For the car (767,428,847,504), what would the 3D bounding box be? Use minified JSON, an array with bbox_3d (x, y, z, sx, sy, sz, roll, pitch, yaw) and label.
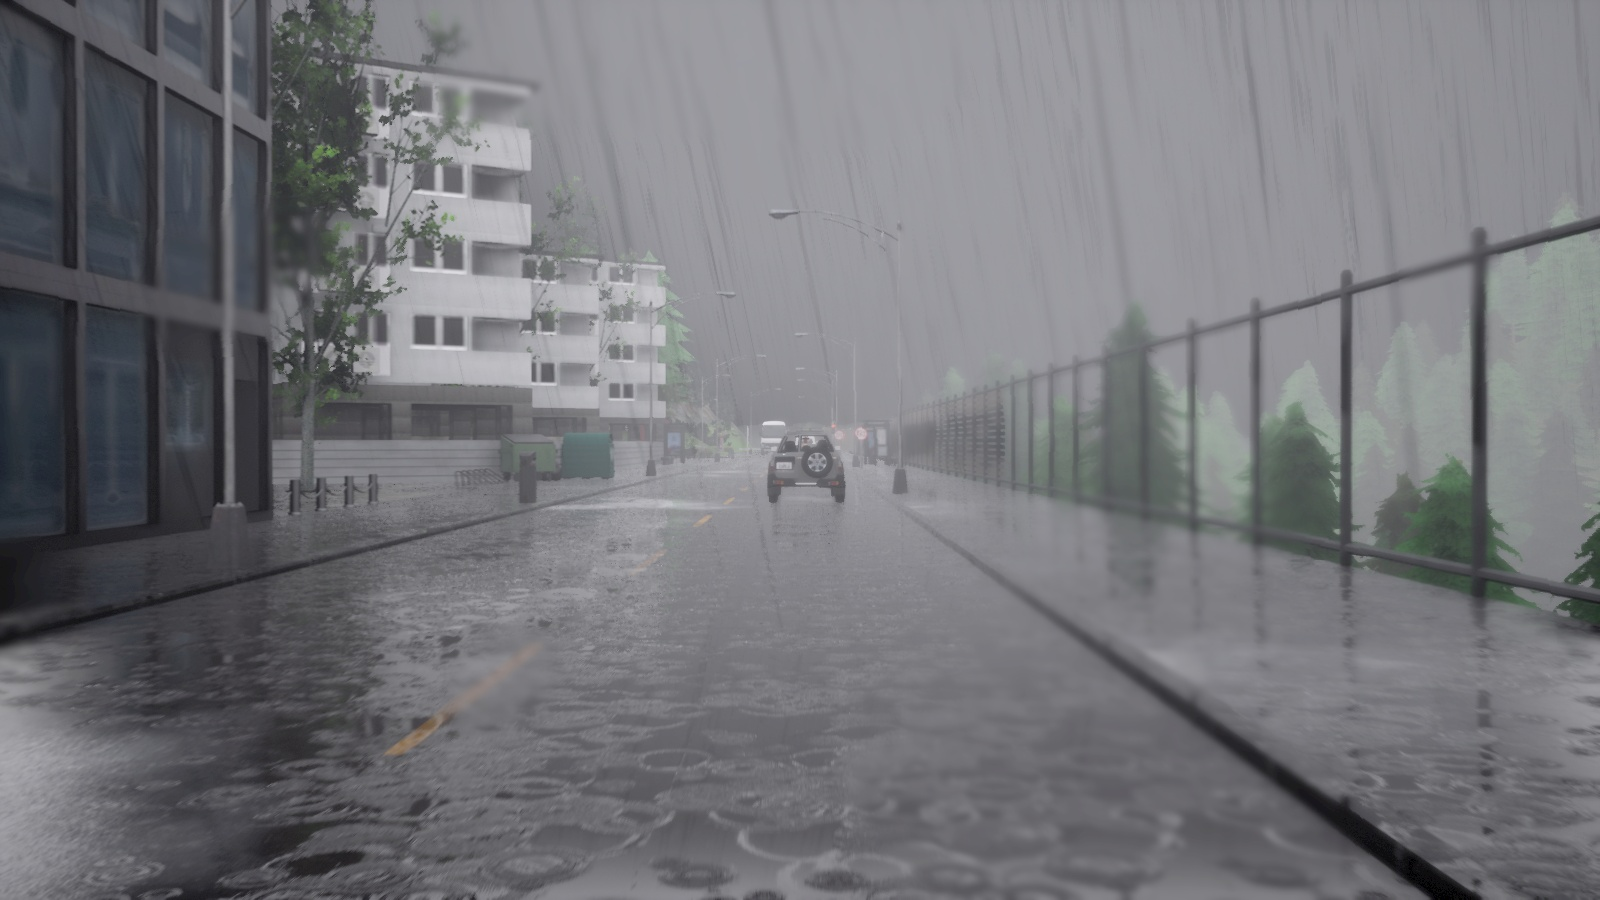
[{"bbox_3d":[0.182,0.378,32.740,1.932,1.855,4.605,0,0,0],"label":"car"}]
